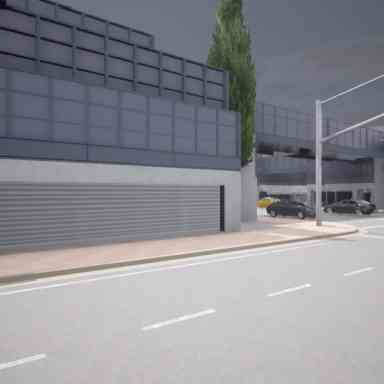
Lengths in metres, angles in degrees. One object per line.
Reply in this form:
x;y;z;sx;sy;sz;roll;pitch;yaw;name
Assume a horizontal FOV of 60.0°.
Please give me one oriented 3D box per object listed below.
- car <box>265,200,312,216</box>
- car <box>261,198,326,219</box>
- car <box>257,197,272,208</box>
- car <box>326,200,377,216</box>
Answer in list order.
9.673;1.563;33.468;1.994;1.385;4.181;0;0;-37;car
8.705;1.504;28.915;1.837;1.490;4.892;0;0;-37;car
10.083;1.477;44.959;1.882;1.535;5.008;0;0;-37;car
15.218;1.504;32.269;1.837;1.490;4.892;0;0;-37;car
